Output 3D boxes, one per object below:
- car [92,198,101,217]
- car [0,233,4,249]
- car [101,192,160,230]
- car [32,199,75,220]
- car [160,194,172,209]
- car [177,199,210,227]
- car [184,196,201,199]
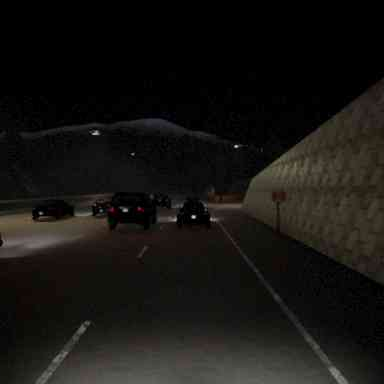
[{"bbox_3d":[-6.913,1.195,27.801,2.128,1.511,4.902,0,1,0],"label":"car"},{"bbox_3d":[-6.903,1.510,8.461,1.895,1.301,4.718,0,1,0],"label":"car"},{"bbox_3d":[-3.408,1.011,19.699,2.150,2.045,5.566,0,1,0],"label":"car"},{"bbox_3d":[-10.412,1.257,25.207,1.812,1.442,4.674,0,1,0],"label":"car"},{"bbox_3d":[-3.419,0.952,37.604,2.097,1.767,4.553,0,1,0],"label":"car"},{"bbox_3d":[0.090,1.344,20.608,1.994,1.385,4.181,0,1,0],"label":"car"},{"bbox_3d":[0.081,1.154,38.465,1.994,1.385,4.181,0,1,0],"label":"car"}]
